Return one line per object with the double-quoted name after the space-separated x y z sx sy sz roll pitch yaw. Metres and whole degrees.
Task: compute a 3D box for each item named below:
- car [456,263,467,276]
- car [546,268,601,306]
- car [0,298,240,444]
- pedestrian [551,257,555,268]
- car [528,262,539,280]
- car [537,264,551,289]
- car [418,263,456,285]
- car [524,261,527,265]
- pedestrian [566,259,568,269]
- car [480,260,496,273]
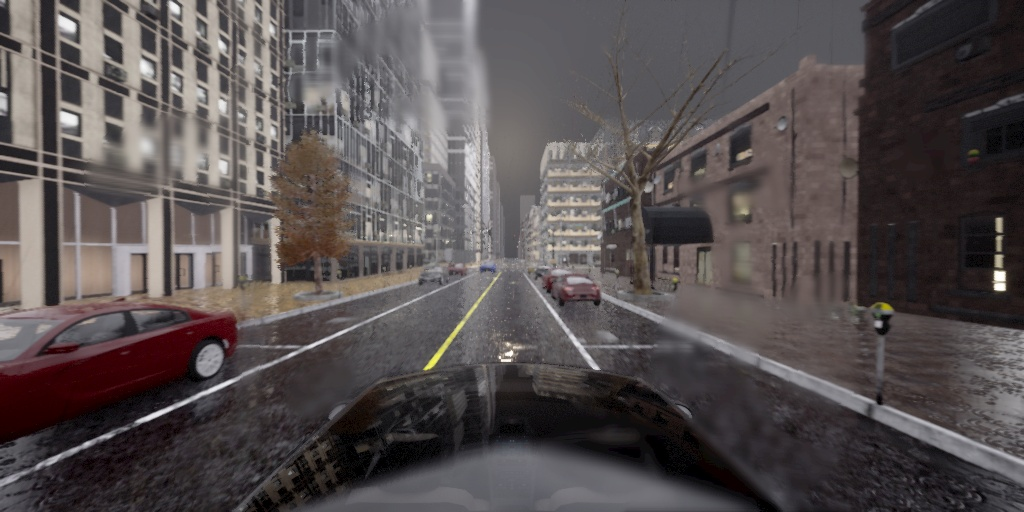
-5.824 1.432 38.349 1.888 1.381 4.507 0 0 0 "car"
2.722 1.384 15.715 1.802 1.307 4.207 0 0 0 "car"
-5.691 1.306 4.485 1.888 1.381 4.507 0 0 0 "car"
6.131 1.097 53.463 0.375 1.860 0.375 -1 1 0 "pedestrian"
2.816 1.416 32.648 2.007 1.370 4.403 0 0 0 "car"
2.756 1.368 21.359 1.888 1.381 4.507 0 0 0 "car"
-5.797 1.395 27.060 2.007 1.370 4.403 0 0 0 "car"
2.815 1.434 44.106 1.751 1.417 4.829 0 0 0 "car"
8.130 1.281 52.865 0.375 1.860 0.375 -1 1 0 "pedestrian"
-3.051 1.396 46.418 1.882 1.535 5.008 0 0 1 "car"
